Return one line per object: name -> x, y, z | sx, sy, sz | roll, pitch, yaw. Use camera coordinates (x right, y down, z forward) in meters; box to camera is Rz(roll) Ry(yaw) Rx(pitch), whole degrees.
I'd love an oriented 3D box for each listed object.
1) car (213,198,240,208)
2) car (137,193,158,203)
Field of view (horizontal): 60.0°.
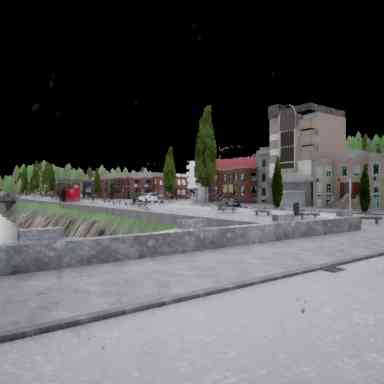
car -> 4.930, 1.564, 47.519 | 1.994, 1.385, 4.181 | 0, 0, -35
car -> -9.005, 1.220, 67.053 | 2.150, 2.045, 5.566 | 0, 0, -35
